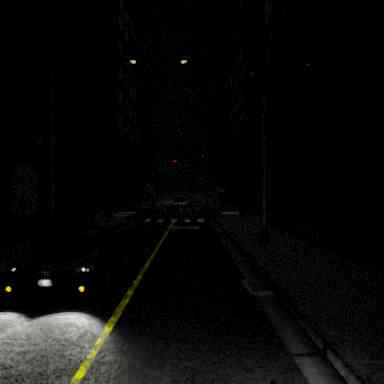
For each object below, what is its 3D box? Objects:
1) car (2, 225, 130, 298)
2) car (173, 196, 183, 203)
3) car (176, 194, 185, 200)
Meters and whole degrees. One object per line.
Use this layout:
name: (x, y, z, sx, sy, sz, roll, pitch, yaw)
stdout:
car: (-2.855, 1.570, 8.441, 1.994, 1.385, 4.181, 0, 0, 0)
car: (-2.849, 1.551, 68.914, 2.033, 1.411, 5.357, 0, 0, 0)
car: (-2.872, 1.264, 84.517, 2.128, 1.511, 4.902, 0, 0, 0)
